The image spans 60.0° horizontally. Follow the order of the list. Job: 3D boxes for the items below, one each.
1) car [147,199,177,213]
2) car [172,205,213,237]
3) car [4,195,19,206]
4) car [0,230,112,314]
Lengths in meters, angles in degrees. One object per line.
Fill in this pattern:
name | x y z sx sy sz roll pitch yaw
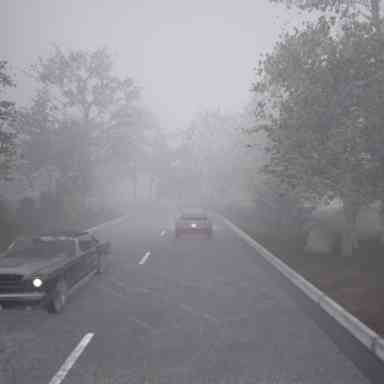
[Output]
car | -3.639 1.573 40.255 2.097 1.767 4.553 2 -2 -34
car | 0.089 1.636 18.546 1.994 1.385 4.181 0 0 0
car | -24.481 1.212 42.961 5.566 2.045 2.150 -1 -3 1
car | -3.353 1.634 7.805 1.895 1.301 4.718 0 0 0
